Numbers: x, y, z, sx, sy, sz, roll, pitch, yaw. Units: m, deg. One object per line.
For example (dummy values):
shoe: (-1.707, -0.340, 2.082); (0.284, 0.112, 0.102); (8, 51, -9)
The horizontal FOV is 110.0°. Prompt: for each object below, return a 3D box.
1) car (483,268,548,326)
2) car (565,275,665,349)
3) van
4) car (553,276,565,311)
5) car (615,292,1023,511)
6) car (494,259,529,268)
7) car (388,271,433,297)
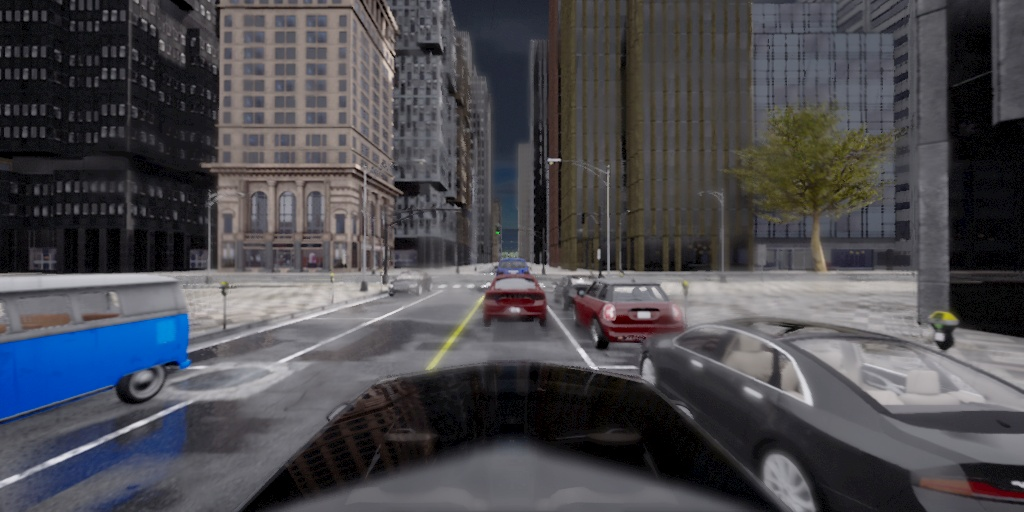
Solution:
car: (0.101, 1.352, 12.244); (1.882, 1.535, 5.008); (0, -1, 0)
car: (2.767, 1.281, 9.432); (1.967, 1.591, 4.097); (0, 0, 0)
van: (-5.761, 1.115, 3.794); (1.690, 1.789, 3.998); (0, 0, 0)
car: (2.770, 1.458, 15.072); (2.007, 1.370, 4.403); (0, 0, 0)
car: (2.764, 1.325, 3.790); (2.007, 1.370, 4.403); (0, 0, 0)
car: (-0.020, 1.236, 24.146); (2.150, 2.045, 5.566); (0, -1, -2)
car: (-5.752, 1.525, 20.716); (2.007, 1.370, 4.403); (0, 0, 0)
